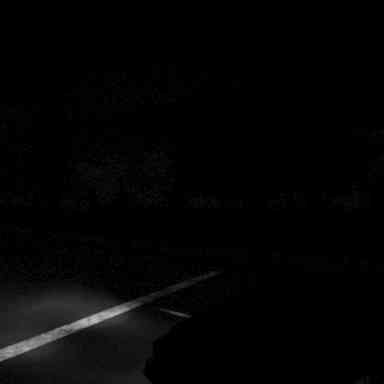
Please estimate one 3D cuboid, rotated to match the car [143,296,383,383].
[{"bbox_3d":[1.866,1.600,2.640,4.718,1.301,1.895,0,0,36],"label":"car"}]
